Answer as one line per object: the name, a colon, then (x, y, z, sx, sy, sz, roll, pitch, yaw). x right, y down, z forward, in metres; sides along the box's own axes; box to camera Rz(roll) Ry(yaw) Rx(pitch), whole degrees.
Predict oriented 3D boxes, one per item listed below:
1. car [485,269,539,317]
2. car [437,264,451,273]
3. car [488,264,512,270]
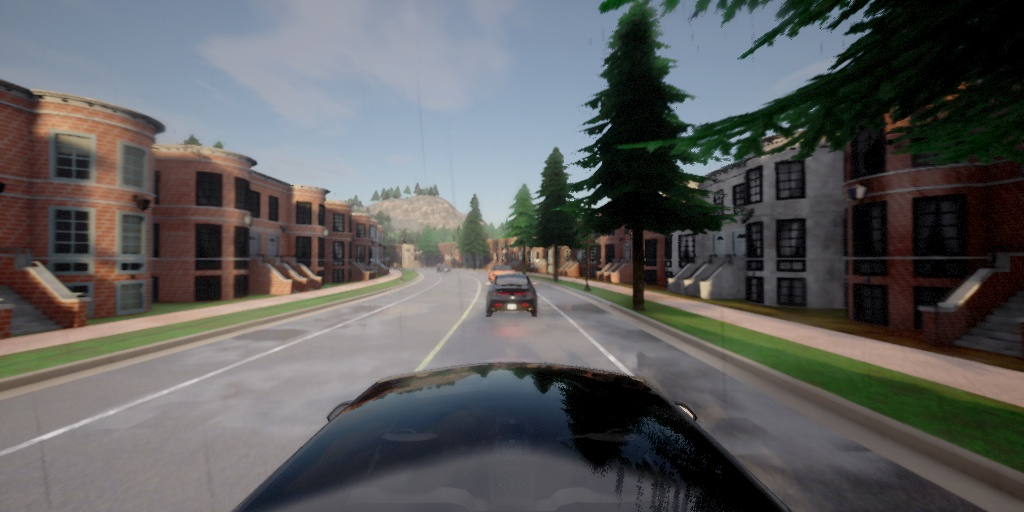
car: (-0.005, 1.428, 14.132, 1.837, 1.490, 4.892, 0, 0, 0)
car: (-11.105, 2.029, 58.561, 2.128, 1.511, 4.902, 0, -1, -18)
car: (-0.870, 1.481, 29.119, 2.097, 1.767, 4.553, 0, -1, -6)
